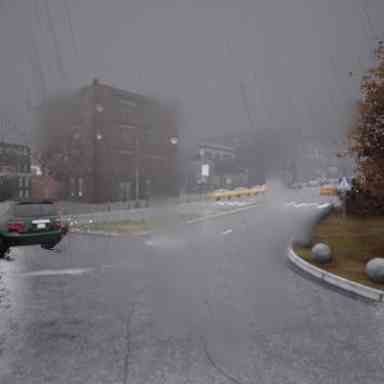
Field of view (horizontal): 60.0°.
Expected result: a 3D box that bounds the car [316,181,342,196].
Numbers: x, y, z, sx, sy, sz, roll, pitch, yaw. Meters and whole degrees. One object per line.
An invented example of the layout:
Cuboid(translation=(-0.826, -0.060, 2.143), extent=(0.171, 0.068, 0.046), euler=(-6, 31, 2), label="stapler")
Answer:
Cuboid(translation=(19.910, -0.286, 47.782), extent=(1.882, 1.535, 5.008), euler=(0, 3, 38), label="car")

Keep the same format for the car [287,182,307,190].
Cuboid(translation=(21.152, -1.216, 68.335), extent=(2.163, 1.488, 4.792), euler=(0, 3, 38), label="car")

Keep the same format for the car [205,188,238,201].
Cuboid(translation=(3.843, 0.341, 46.504), extent=(1.946, 1.575, 5.366), euler=(0, 3, 39), label="car")

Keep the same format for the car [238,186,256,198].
Cuboid(translation=(7.275, 0.024, 50.820), extent=(1.946, 1.575, 5.366), euler=(0, 3, 38), label="car")

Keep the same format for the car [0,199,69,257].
Cuboid(translation=(-7.581, 1.312, 13.615), extent=(5.566, 2.045, 2.150), euler=(0, 0, 37), label="car")

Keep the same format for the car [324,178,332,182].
Cuboid(translation=(31.423, -2.438, 81.293), extent=(2.435, 2.045, 5.566), euler=(0, 3, 38), label="car")

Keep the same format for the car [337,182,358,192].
Cuboid(translation=(26.145, -0.794, 55.757), extent=(2.033, 1.411, 5.357), euler=(0, 3, 39), label="car")

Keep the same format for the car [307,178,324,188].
Cuboid(translation=(28.029, -1.874, 77.007), extent=(2.231, 1.521, 4.892), euler=(0, 3, 38), label="car")

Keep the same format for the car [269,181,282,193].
Cuboid(translation=(14.296, -0.868, 59.676), extent=(2.435, 2.045, 5.566), euler=(0, 3, 38), label="car")

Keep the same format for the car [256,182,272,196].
Cuboid(translation=(10.701, -0.290, 55.143), extent=(1.946, 1.575, 5.366), euler=(0, 3, 38), label="car")

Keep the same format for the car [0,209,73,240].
Cuboid(translation=(-8.725, 1.678, 18.086), extent=(4.181, 1.385, 1.994), euler=(0, 0, 30), label="car")
